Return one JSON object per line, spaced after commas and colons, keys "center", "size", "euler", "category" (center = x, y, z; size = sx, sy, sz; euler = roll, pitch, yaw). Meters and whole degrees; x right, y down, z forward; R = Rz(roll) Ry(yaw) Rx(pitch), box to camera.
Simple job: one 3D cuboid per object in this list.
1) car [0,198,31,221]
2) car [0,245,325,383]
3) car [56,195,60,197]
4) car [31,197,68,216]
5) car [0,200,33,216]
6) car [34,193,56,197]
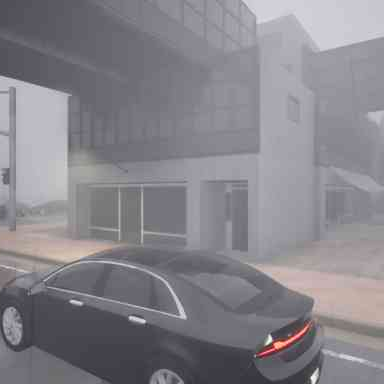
{"center": [-15.297, 1.505, 25.281], "size": [1.837, 1.490, 4.892], "euler": [1, 0, 38], "category": "car"}
{"center": [-0.809, 1.505, 4.569], "size": [4.892, 1.490, 1.837], "euler": [0, 0, 36], "category": "car"}
{"center": [-29.522, 1.364, 72.196], "size": [3.905, 1.438, 1.784], "euler": [0, 0, 35], "category": "car"}
{"center": [-14.000, 1.505, 33.205], "size": [1.837, 1.490, 4.892], "euler": [0, 0, 36], "category": "car"}
{"center": [-18.377, 1.564, 33.151], "size": [1.994, 1.385, 4.181], "euler": [0, 0, 36], "category": "car"}
{"center": [-31.249, 1.153, 69.870], "size": [4.605, 1.855, 1.932], "euler": [0, 0, 35], "category": "car"}
